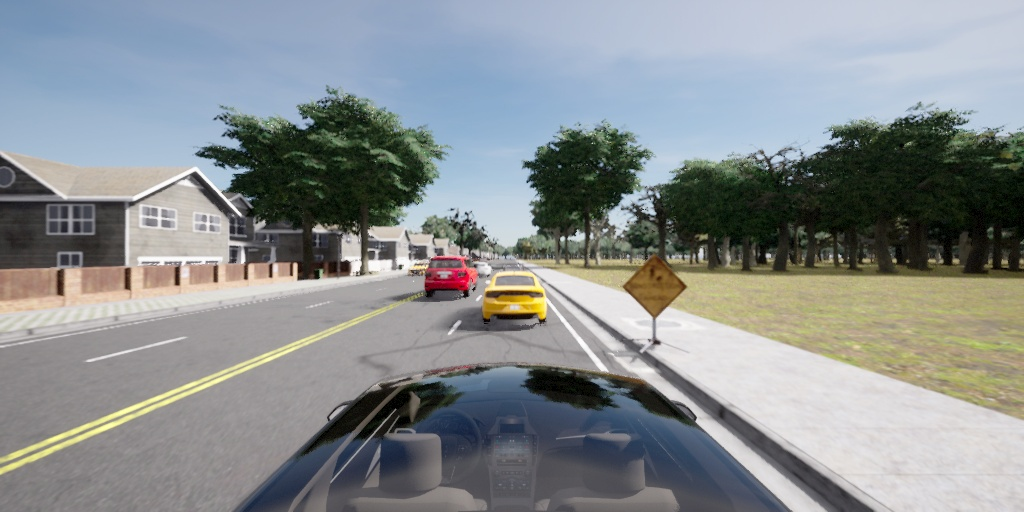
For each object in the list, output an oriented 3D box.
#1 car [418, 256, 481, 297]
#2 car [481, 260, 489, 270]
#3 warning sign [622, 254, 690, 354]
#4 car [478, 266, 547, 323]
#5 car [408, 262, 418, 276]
[{"bbox_3d":[-3.151,1.039,19.334,2.150,2.045,5.566,0,0,0],"label":"car"},{"bbox_3d":[-3.151,1.410,37.502,1.812,1.442,4.674,0,0,0],"label":"car"},{"bbox_3d":[2.850,0.886,7.190,1.300,1.860,1.060,0,0,0],"label":"warning sign"},{"bbox_3d":[0.082,1.267,12.314,1.882,1.535,5.008,0,0,0],"label":"car"},{"bbox_3d":[-9.845,1.367,38.939,1.882,1.535,5.008,0,0,0],"label":"car"}]
